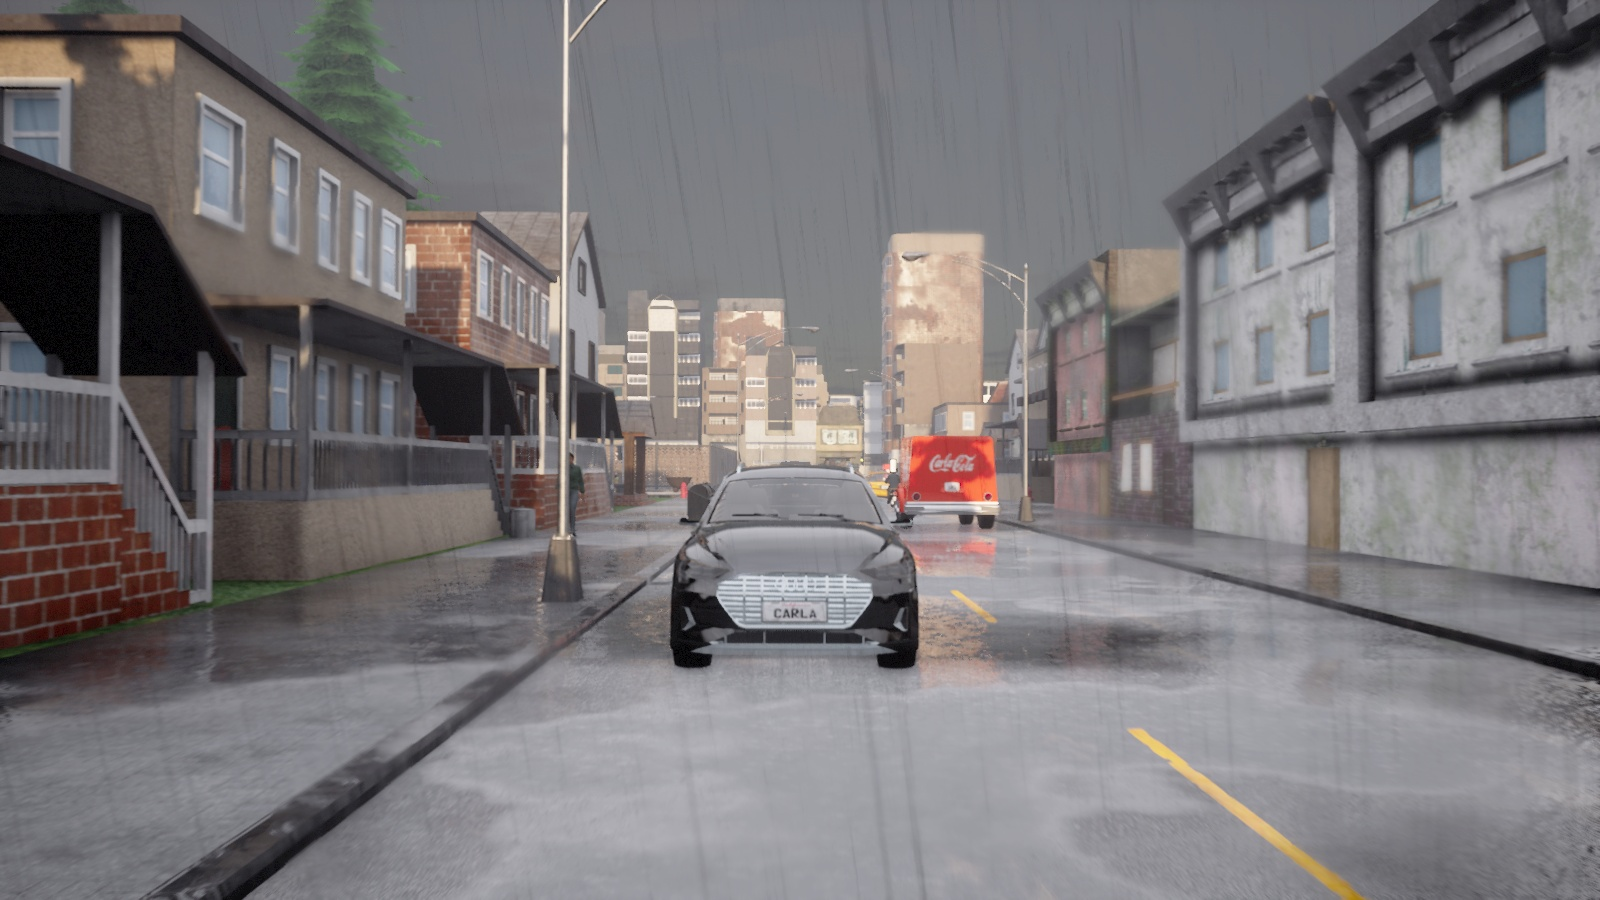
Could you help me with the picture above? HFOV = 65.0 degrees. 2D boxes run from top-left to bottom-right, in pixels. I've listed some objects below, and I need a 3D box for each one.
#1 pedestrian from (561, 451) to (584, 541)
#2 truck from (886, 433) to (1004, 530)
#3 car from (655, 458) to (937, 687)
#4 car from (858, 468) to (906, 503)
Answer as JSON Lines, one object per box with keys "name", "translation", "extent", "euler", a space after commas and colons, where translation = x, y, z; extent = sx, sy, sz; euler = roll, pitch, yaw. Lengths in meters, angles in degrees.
{"name": "pedestrian", "translation": [-4.721, 0.942, 26.076], "extent": [0.353, 1.847, 0.614], "euler": [0, -1, -1]}
{"name": "truck", "translation": [3.877, 0.843, 34.639], "extent": [2.627, 2.467, 5.204], "euler": [0, -1, 0]}
{"name": "car", "translation": [-0.038, 0.920, 11.515], "extent": [2.033, 1.649, 4.856], "euler": [0, -1, 0]}
{"name": "car", "translation": [3.802, 1.645, 59.075], "extent": [1.801, 1.575, 5.366], "euler": [0, -1, -1]}
